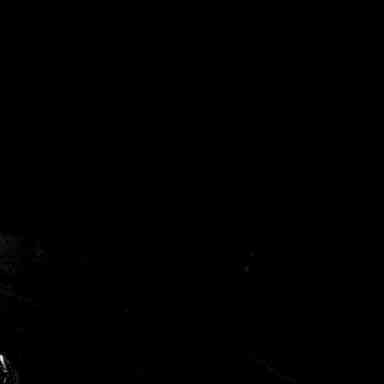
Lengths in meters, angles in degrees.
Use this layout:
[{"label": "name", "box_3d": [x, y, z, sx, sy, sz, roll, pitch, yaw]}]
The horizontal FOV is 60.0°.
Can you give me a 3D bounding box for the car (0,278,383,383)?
[{"label": "car", "box_3d": [-0.259, 1.571, 3.260, 4.313, 1.339, 1.947, 0, 0, 35]}]
